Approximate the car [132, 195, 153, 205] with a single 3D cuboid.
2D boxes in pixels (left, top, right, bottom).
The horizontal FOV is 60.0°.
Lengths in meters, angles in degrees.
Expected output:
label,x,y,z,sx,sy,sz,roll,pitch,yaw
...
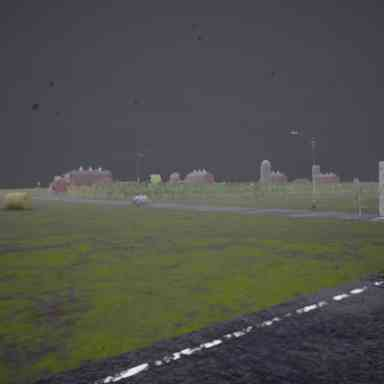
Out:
label,x,y,z,sx,sy,sz,roll,pitch,yaw
car,-7.746,1.251,51.798,1.812,1.442,4.674,-2,1,-35
